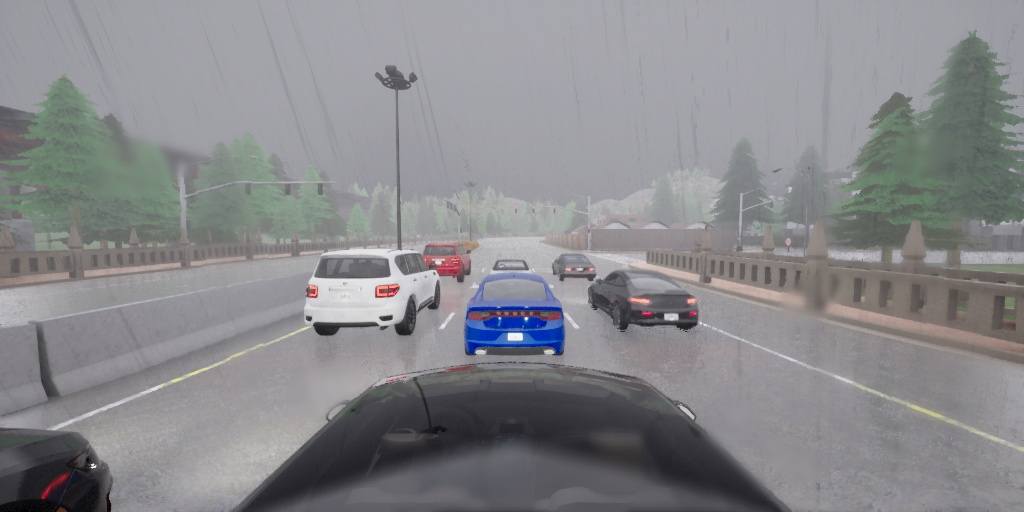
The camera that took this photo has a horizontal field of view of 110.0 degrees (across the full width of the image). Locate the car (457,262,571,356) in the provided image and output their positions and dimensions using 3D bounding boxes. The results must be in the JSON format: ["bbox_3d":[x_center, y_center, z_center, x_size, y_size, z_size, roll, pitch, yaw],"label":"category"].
[{"bbox_3d":[0.035,1.115,8.422,1.882,1.535,5.008,0,2,0],"label":"car"}]

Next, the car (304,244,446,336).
[{"bbox_3d":[-3.480,0.803,10.055,2.150,2.045,5.566,0,2,-1],"label":"car"}]

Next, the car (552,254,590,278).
[{"bbox_3d":[3.419,0.565,20.482,2.033,1.411,5.357,0,3,0],"label":"car"}]

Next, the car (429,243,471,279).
[{"bbox_3d":[-3.593,0.259,20.044,2.150,2.045,5.566,0,4,-1],"label":"car"}]

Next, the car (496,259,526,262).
[{"bbox_3d":[-0.064,0.796,17.471,1.895,1.301,4.718,0,3,-1],"label":"car"}]

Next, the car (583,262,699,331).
[{"bbox_3d":[3.516,1.103,10.265,1.812,1.442,4.674,0,2,-1],"label":"car"}]

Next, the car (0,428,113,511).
[{"bbox_3d":[-3.389,1.254,0.169,1.837,1.490,4.892,0,0,-1],"label":"car"}]
